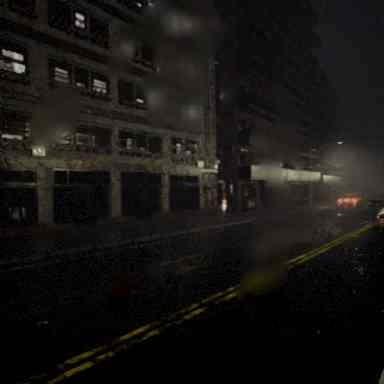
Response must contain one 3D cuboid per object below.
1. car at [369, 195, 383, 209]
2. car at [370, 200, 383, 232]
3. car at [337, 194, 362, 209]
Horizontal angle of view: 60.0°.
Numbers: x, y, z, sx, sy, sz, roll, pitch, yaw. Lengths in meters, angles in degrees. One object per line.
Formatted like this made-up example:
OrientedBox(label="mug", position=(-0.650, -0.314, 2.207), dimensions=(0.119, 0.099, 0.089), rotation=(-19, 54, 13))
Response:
OrientedBox(label="car", position=(21.175, 1.096, 37.318), dimensions=(1.882, 1.535, 5.008), rotation=(-1, 0, 36))
OrientedBox(label="car", position=(11.053, 1.334, 17.728), dimensions=(1.812, 1.442, 4.674), rotation=(-1, 0, 37))
OrientedBox(label="car", position=(18.848, 1.002, 39.658), dimensions=(2.097, 1.767, 4.553), rotation=(-1, 0, 35))
